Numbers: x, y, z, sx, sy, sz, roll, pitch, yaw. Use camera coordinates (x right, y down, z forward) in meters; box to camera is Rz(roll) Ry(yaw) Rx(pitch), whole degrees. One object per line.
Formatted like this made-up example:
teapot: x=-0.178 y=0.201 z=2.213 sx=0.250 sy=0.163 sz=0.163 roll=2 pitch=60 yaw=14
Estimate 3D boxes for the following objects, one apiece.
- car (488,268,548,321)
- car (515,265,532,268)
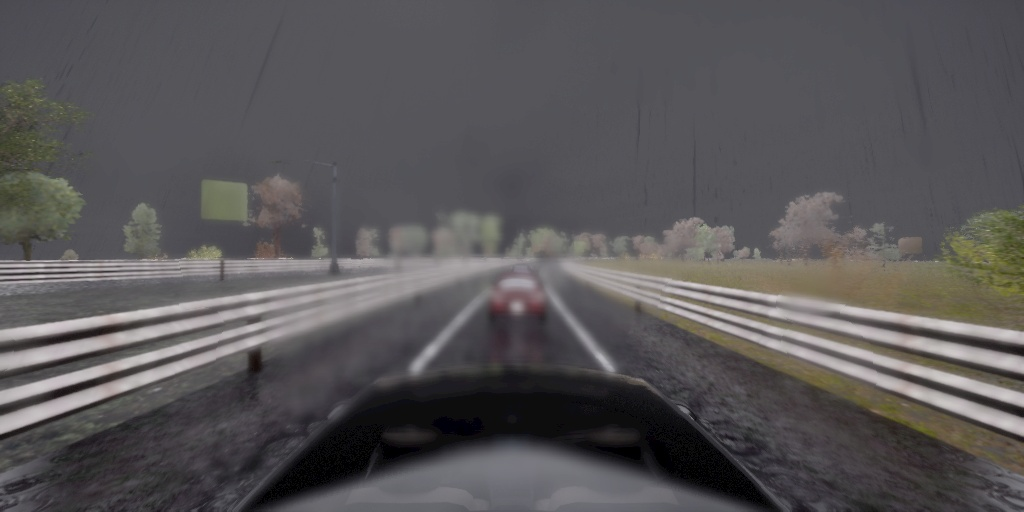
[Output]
car: x=0.234 y=1.309 z=12.486 sx=1.812 sy=1.442 sz=4.674 roll=0 pitch=-1 yaw=2
car: x=0.907 y=1.393 z=28.060 sx=1.994 sy=1.385 sz=4.181 roll=0 pitch=0 yaw=4
